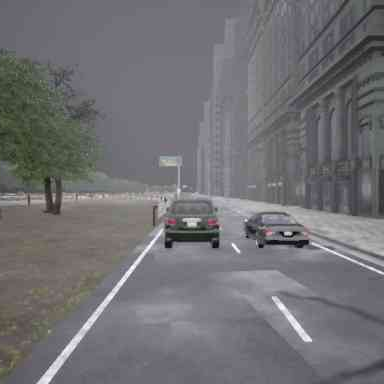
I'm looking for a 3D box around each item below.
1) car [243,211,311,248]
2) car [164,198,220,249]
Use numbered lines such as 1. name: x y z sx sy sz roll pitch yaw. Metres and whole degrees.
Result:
1. car: 3.500 1.560 14.650 2.033 1.411 5.357 0 0 0
2. car: 0.001 1.254 14.680 2.150 2.045 5.566 0 0 0
